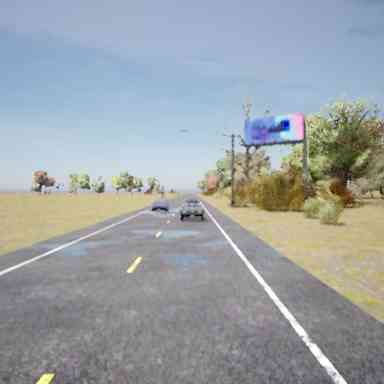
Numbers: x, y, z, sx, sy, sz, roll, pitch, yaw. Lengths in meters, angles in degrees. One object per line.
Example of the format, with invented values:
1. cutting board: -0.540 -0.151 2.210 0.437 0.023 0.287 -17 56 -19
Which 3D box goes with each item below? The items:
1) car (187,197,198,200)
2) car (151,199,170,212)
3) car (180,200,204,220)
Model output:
1. car: 0.044 1.449 44.867 1.837 1.490 4.892 0 0 0
2. car: -3.548 1.502 38.335 2.033 1.411 5.357 0 0 0
3. car: 0.031 1.567 27.582 1.895 1.301 4.718 0 0 0
